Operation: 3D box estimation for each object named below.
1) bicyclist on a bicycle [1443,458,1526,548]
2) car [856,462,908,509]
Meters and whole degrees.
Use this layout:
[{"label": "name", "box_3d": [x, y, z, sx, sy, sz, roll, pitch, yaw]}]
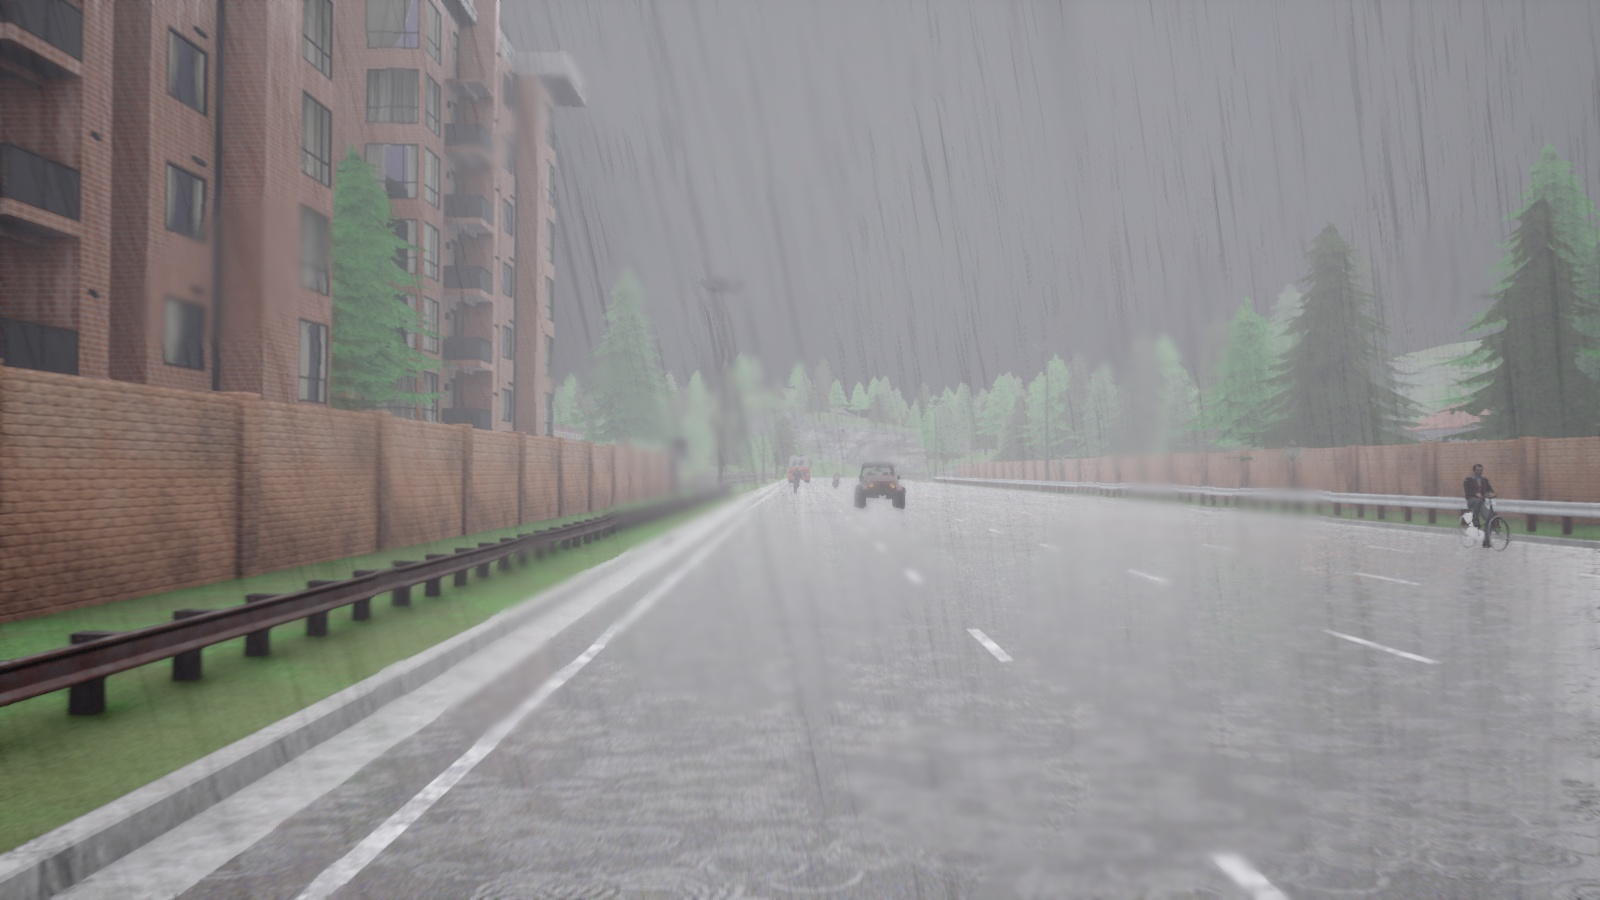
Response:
[{"label": "bicyclist on a bicycle", "box_3d": [13.937, 1.058, 25.637, 0.659, 1.776, 1.843, 0, -1, 0]}, {"label": "car", "box_3d": [3.372, 1.471, 52.305, 1.905, 1.878, 3.866, 0, -1, 0]}]
